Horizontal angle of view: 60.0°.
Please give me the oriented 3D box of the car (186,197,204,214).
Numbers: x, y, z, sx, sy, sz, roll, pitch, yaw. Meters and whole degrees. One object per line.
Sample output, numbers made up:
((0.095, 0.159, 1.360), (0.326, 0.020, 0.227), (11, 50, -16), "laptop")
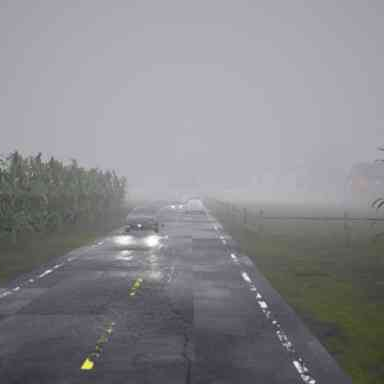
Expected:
((0.309, 1.532, 35.472), (1.812, 1.442, 4.674), (0, 0, 0), "car")

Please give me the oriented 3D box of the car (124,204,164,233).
((-2.725, 1.511, 19.892), (1.837, 1.490, 4.892), (0, 0, 1), "car")

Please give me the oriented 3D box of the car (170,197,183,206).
((-2.500, 1.555, 55.727), (1.994, 1.385, 4.181), (0, 0, 1), "car")
